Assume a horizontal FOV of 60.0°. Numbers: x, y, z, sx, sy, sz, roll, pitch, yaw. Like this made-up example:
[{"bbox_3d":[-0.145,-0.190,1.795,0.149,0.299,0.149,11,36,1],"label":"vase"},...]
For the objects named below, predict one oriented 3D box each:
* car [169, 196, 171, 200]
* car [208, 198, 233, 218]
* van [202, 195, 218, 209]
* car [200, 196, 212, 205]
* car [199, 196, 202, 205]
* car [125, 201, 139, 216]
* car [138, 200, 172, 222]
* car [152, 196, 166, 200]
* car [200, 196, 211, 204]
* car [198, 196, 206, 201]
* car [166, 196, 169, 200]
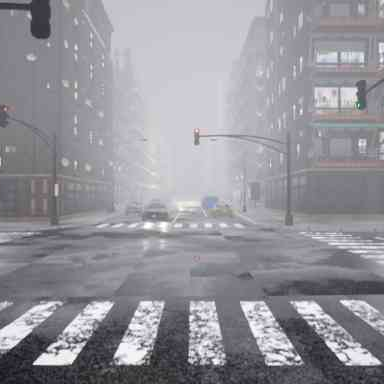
[{"bbox_3d":[-5.301,1.626,60.986,1.802,1.307,4.206,1,0,0],"label":"car"},{"bbox_3d":[2.707,1.537,30.241,1.752,1.417,4.829,1,0,0],"label":"car"},{"bbox_3d":[2.613,1.366,44.075,1.690,1.788,3.998,1,0,0],"label":"van"},{"bbox_3d":[2.581,1.485,61.040,1.967,1.590,4.097,1,0,0],"label":"car"},{"bbox_3d":[2.581,1.346,49.728,2.192,1.841,5.009,1,0,0],"label":"car"},{"bbox_3d":[-5.432,1.564,32.697,2.008,1.369,4.403,1,0,0],"label":"car"},{"bbox_3d":[-2.746,1.576,26.079,1.994,1.385,4.181,0,0,0],"label":"car"},{"bbox_3d":[-5.302,1.613,49.670,1.802,1.307,4.206,1,0,0],"label":"car"},{"bbox_3d":[2.580,1.603,66.697,2.008,1.369,4.403,1,0,0],"label":"car"},{"bbox_3d":[2.581,1.626,83.665,1.887,1.381,4.507,1,0,0],"label":"car"},{"bbox_3d":[-5.301,1.563,55.158,1.752,1.417,4.829,1,0,0],"label":"car"}]
